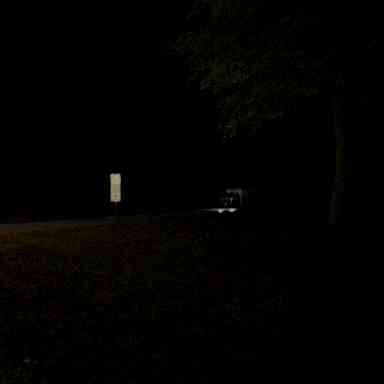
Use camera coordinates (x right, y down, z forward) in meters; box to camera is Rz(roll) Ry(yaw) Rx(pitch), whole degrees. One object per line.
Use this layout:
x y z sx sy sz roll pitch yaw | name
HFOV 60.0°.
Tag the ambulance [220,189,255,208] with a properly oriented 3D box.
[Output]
5.973 0.800 43.690 2.351 2.431 6.366 -2 -1 35 | ambulance
